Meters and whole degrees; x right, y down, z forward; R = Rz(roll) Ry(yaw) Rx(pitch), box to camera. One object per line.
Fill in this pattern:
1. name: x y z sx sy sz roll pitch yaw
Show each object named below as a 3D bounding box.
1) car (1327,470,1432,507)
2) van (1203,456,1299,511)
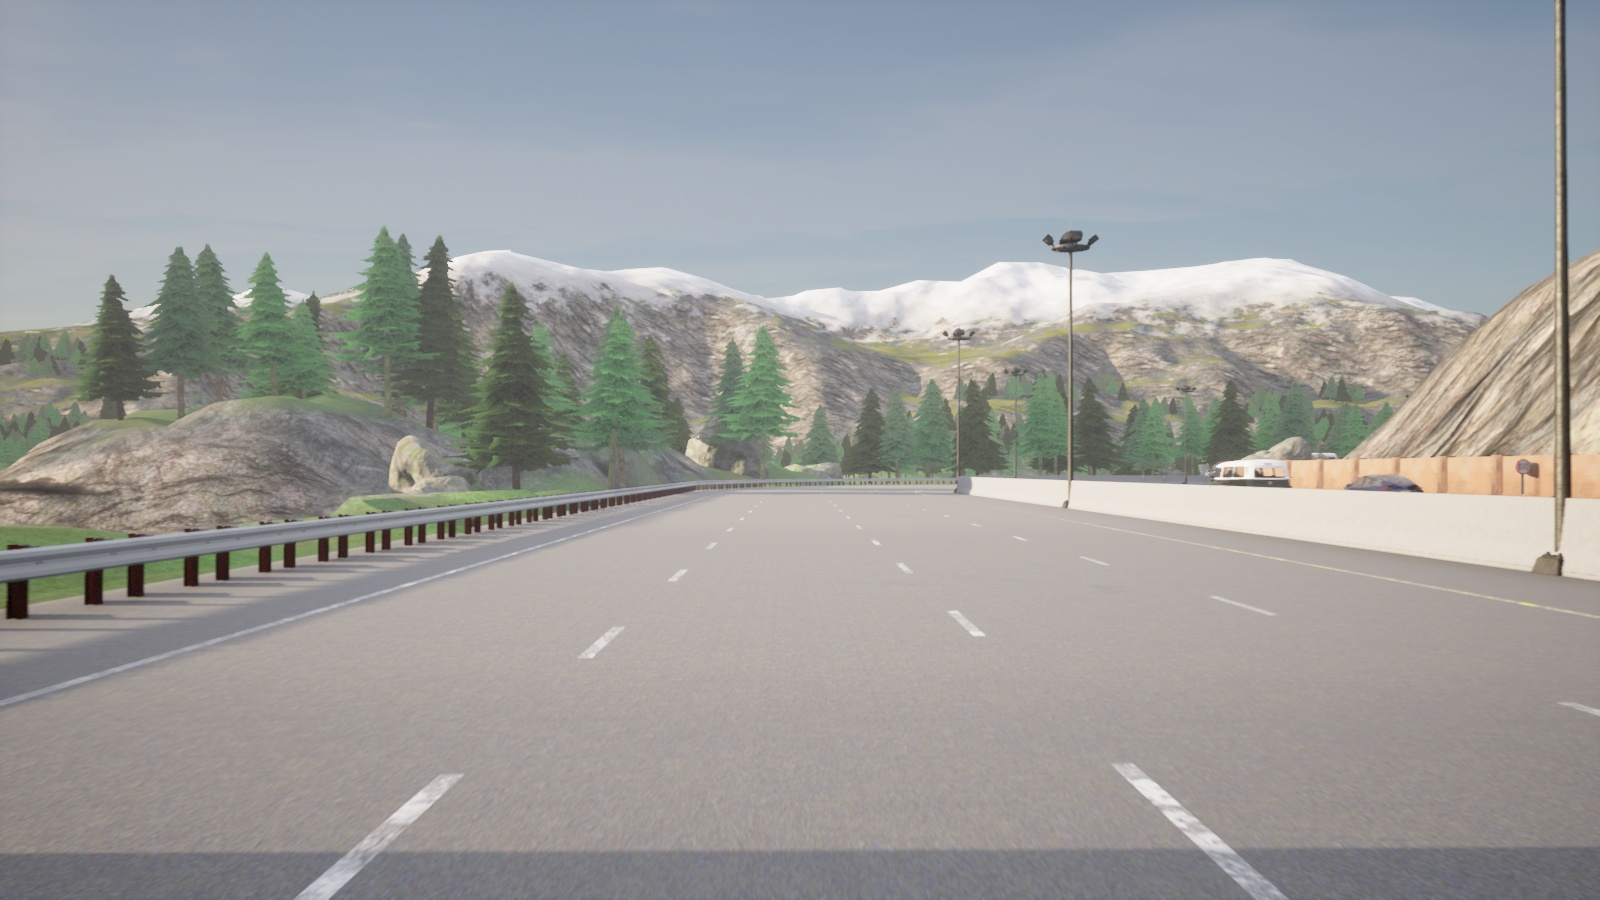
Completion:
1. car: 24.356 1.597 53.005 2.163 1.488 4.792 0 -1 0
2. van: 17.367 1.275 48.629 2.069 2.038 4.480 0 -1 0
